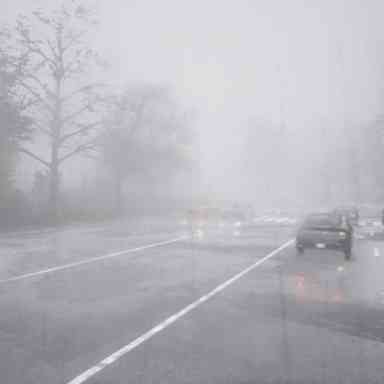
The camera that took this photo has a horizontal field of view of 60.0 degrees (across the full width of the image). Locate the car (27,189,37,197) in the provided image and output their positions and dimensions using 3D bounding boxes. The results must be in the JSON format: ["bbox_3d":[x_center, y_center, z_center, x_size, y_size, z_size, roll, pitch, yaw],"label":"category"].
[{"bbox_3d":[-29.423,0.100,63.911,2.185,1.767,4.553,-1,2,-11],"label":"car"}]

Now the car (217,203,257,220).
[{"bbox_3d":[4.210,1.727,29.593,1.895,1.301,4.718,0,0,28],"label":"car"}]

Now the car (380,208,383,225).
[{"bbox_3d":[15.761,1.678,25.661,1.882,1.535,5.008,0,0,28],"label":"car"}]

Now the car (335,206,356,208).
[{"bbox_3d":[12.220,1.779,26.433,1.895,1.301,4.718,0,0,29],"label":"car"}]

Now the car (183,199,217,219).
[{"bbox_3d":[1.011,1.455,31.031,2.097,1.767,4.553,0,0,28],"label":"car"}]

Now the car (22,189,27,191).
[{"bbox_3d":[-32.314,0.239,64.252,1.946,1.575,5.366,-1,2,-11],"label":"car"}]

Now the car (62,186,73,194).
[{"bbox_3d":[-23.551,-0.060,62.966,2.435,2.045,5.566,-1,2,-11],"label":"car"}]

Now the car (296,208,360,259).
[{"bbox_3d":[5.461,1.604,13.360,2.128,1.511,4.902,0,0,28],"label":"car"}]
